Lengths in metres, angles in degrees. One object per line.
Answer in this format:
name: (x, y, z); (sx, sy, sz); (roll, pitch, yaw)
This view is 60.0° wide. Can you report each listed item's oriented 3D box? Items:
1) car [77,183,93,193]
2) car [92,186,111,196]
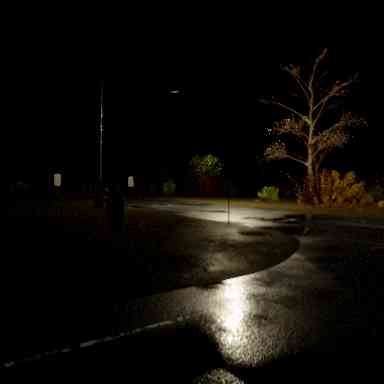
car: (-18.811, -0.691, 58.908); (2.097, 1.767, 4.553); (0, 2, -35)
car: (-13.267, -0.209, 51.122); (1.812, 1.442, 4.674); (0, 2, -35)
